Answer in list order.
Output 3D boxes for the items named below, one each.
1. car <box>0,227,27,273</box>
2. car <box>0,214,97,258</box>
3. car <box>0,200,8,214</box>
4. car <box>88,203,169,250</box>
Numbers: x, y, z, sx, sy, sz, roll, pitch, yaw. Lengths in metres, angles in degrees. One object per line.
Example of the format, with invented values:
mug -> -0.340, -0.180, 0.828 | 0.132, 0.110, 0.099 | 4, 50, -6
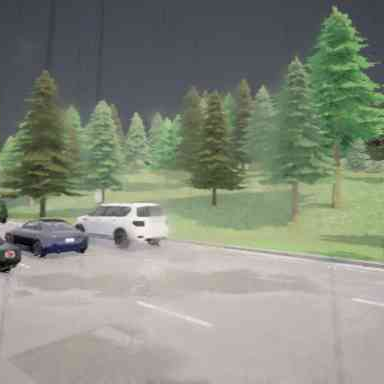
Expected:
car -> -7.118, 1.751, 10.159 | 4.718, 1.301, 1.895 | 0, -2, 41
car -> -6.171, 1.811, 13.956 | 4.181, 1.385, 1.994 | 0, -2, 41
car -> -17.672, 1.653, 28.399 | 5.566, 2.045, 2.150 | 0, -2, 41
car -> -3.607, 1.554, 16.381 | 5.566, 2.045, 2.150 | -1, -2, 41
